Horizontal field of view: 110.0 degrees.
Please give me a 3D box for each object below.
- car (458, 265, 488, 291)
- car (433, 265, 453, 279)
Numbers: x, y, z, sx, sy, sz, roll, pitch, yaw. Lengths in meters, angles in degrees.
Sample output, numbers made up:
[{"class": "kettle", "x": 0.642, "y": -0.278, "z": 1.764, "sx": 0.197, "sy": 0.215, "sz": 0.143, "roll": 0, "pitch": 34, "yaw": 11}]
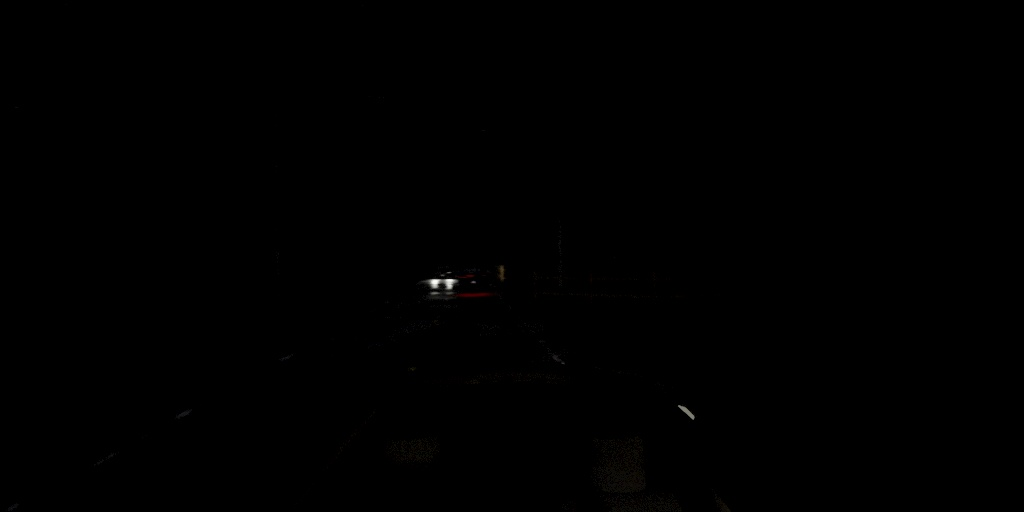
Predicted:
[{"class": "car", "x": -2.652, "y": 1.453, "z": 24.370, "sx": 1.882, "sy": 1.535, "sz": 5.008, "roll": -1, "pitch": 0, "yaw": -7}, {"class": "car", "x": -7.334, "y": 1.698, "z": 38.634, "sx": 1.812, "sy": 1.442, "sz": 4.674, "roll": -1, "pitch": 0, "yaw": -7}]
